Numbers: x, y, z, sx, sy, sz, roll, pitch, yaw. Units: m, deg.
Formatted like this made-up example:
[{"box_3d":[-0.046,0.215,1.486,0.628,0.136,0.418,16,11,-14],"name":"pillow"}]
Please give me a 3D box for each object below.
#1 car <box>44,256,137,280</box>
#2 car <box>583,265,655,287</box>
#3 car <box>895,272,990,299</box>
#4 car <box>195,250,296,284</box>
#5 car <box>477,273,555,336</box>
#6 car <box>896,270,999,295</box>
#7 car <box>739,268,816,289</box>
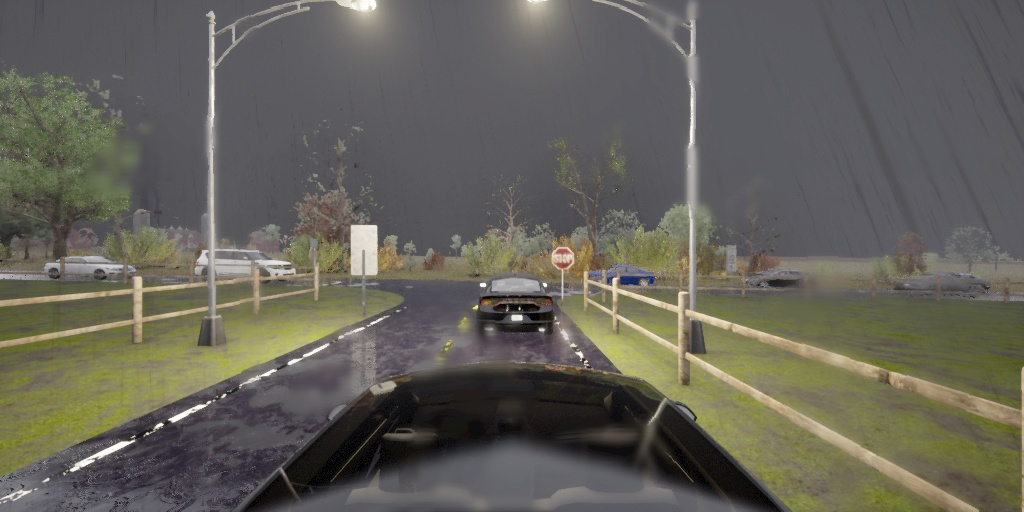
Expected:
[{"box_3d":[-27.214,0.730,23.184,4.674,1.442,1.812,1,1,0],"name":"car"},{"box_3d":[7.627,1.401,25.746,5.008,1.535,1.882,1,1,-6],"name":"car"},{"box_3d":[27.606,1.946,23.186,4.181,1.385,1.994,1,1,0],"name":"car"},{"box_3d":[-17.166,0.644,23.184,5.566,2.045,2.150,1,1,0],"name":"car"},{"box_3d":[0.062,1.226,10.470,1.882,1.535,5.008,0,0,-1],"name":"car"},{"box_3d":[31.586,1.923,26.129,4.902,1.511,2.128,1,1,0],"name":"car"},{"box_3d":[19.280,1.659,26.135,4.902,1.511,2.128,1,1,0],"name":"car"}]
